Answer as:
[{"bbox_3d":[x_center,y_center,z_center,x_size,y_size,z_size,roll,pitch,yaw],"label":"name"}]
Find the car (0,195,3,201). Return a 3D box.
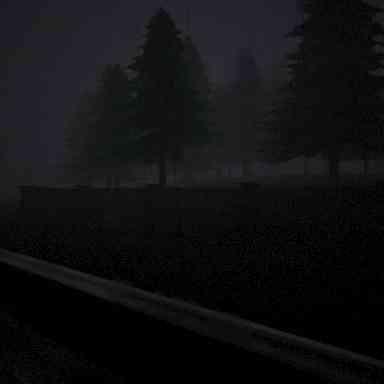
[{"bbox_3d":[-46.833,1.630,78.952,2.033,1.411,5.357,0,0,-19],"label":"car"}]

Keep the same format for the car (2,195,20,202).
[{"bbox_3d":[-43.529,1.601,80.106,1.837,1.490,4.892,0,0,-19],"label":"car"}]
